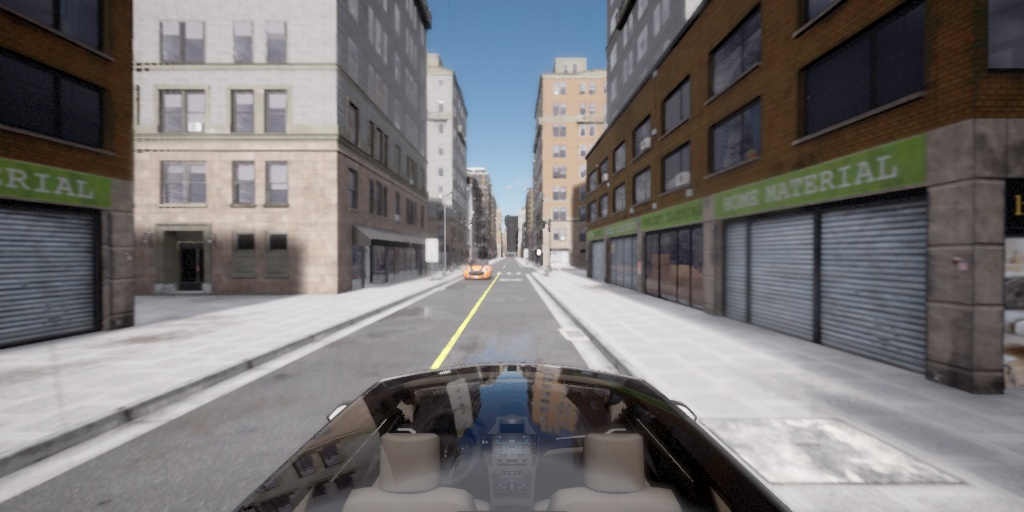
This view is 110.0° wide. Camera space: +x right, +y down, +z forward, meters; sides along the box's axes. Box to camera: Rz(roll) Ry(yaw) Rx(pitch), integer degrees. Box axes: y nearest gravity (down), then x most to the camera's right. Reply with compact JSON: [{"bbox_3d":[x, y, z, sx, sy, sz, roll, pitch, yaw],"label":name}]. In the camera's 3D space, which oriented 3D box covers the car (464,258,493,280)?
[{"bbox_3d":[-2.750,1.031,29.935,2.097,1.767,4.553,0,0,0],"label":"car"}]
